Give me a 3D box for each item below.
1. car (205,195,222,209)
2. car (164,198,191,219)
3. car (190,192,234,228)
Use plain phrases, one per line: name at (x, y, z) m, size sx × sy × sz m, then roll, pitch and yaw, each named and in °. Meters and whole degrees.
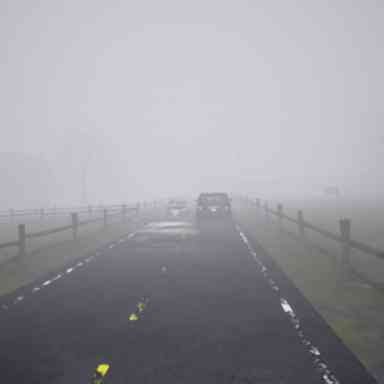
car at (2.575, 1.090, 39.108) m, size 1.812 × 1.442 × 4.674 m, roll -2°, pitch 0°, yaw 4°
car at (-1.081, 1.277, 26.630) m, size 2.128 × 1.511 × 4.902 m, roll -2°, pitch 1°, yaw 4°
car at (1.344, 0.993, 20.423) m, size 2.150 × 2.045 × 5.566 m, roll -2°, pitch 1°, yaw 4°
